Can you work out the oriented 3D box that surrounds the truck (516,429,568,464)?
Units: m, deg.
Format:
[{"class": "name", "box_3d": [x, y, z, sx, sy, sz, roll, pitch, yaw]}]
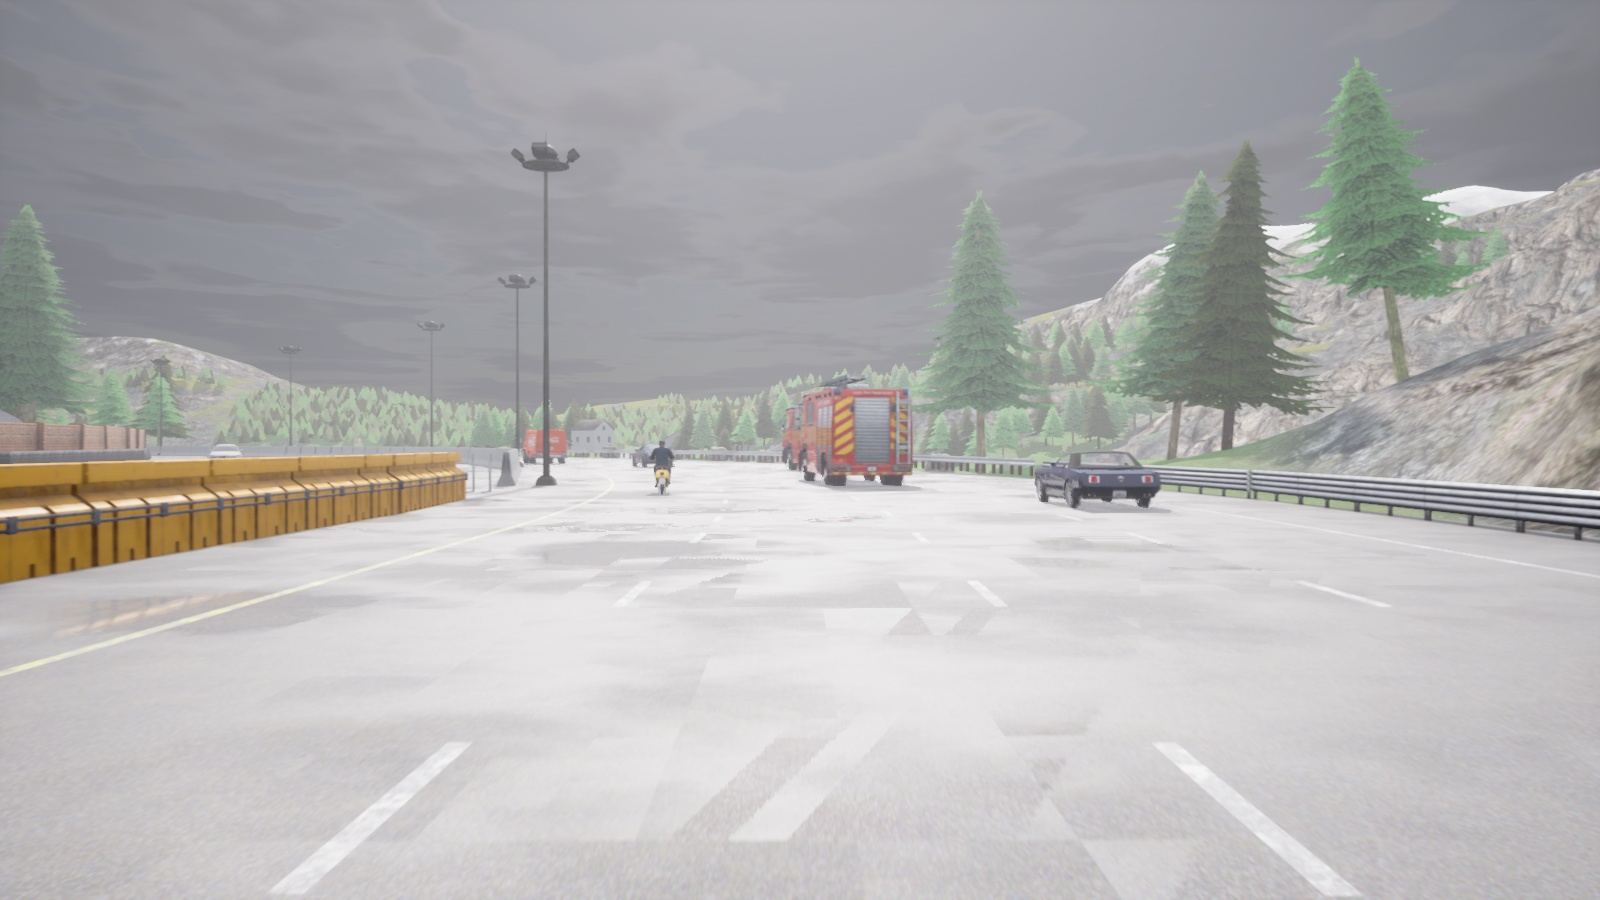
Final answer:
[{"class": "truck", "box_3d": [-18.955, -0.275, 92.044, 2.627, 2.467, 5.204, 0, 0, -25]}]

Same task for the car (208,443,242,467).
[{"class": "car", "box_3d": [-35.727, 0.303, 78.078, 1.812, 1.442, 4.674, 0, 0, -23]}]

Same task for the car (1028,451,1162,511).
[{"class": "car", "box_3d": [6.970, 0.682, 30.172, 1.895, 1.301, 4.718, 0, 0, -3]}]

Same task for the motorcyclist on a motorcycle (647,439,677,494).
[{"class": "motorcyclist on a motorcycle", "box_3d": [-4.109, 0.485, 37.495, 0.866, 1.590, 1.817, -1, 0, -5]}]

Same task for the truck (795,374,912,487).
[{"class": "truck", "box_3d": [1.819, -0.682, 47.011, 2.891, 3.827, 8.468, 0, 0, -8]}]

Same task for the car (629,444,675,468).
[{"class": "car", "box_3d": [-9.116, 0.330, 77.059, 1.812, 1.442, 4.674, 0, 0, -19]}]

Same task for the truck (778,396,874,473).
[{"class": "truck", "box_3d": [1.248, -0.795, 67.117, 2.891, 3.827, 8.468, 0, 0, -14]}]
